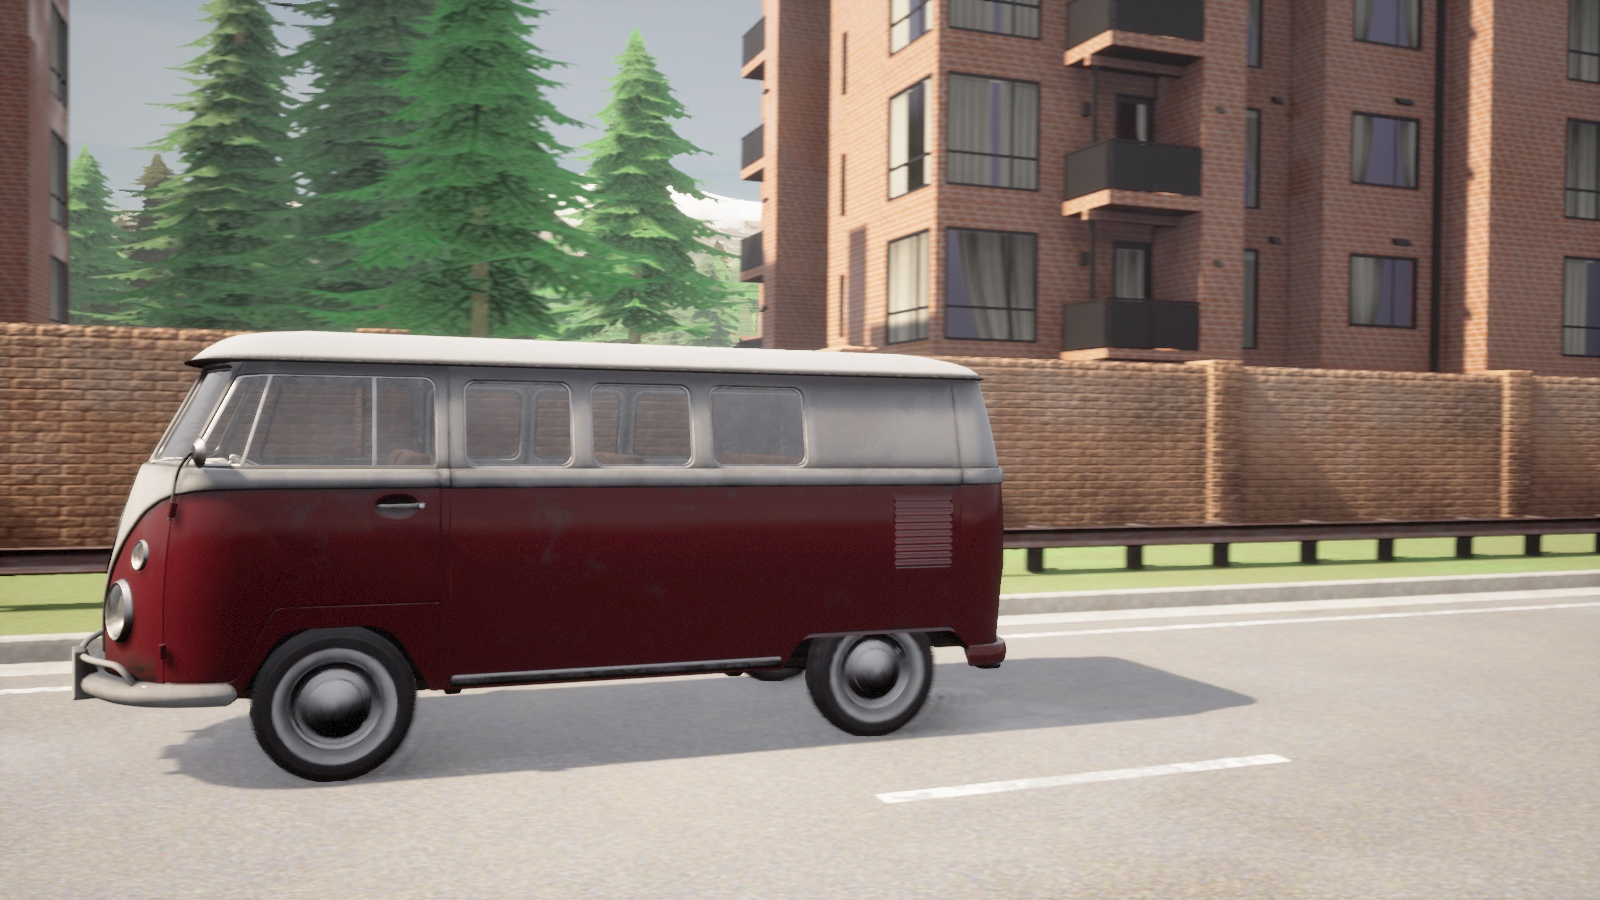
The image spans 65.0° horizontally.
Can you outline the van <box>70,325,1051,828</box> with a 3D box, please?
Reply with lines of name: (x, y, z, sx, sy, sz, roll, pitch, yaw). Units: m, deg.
van: (-1.094, 0.456, 6.564, 4.442, 1.987, 1.775, -1, 1, -21)
